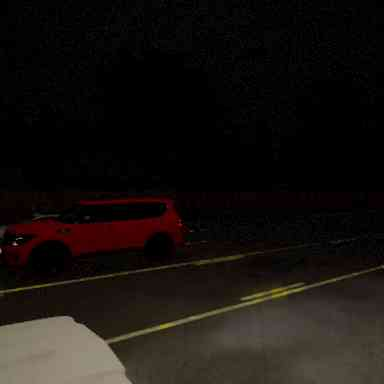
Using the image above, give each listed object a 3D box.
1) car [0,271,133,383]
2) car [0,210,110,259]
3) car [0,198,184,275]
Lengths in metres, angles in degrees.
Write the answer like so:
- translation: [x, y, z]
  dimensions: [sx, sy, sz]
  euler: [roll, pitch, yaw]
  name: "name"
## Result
- translation: [-2.646, 1.602, 1.859]
  dimensions: [4.718, 1.301, 1.895]
  euler: [0, 0, -36]
  name: "car"
- translation: [-5.745, 1.525, 12.793]
  dimensions: [4.674, 1.442, 1.812]
  euler: [0, 0, -36]
  name: "car"
- translation: [-2.876, 1.220, 10.540]
  dimensions: [5.566, 2.045, 2.150]
  euler: [0, 0, -36]
  name: "car"
